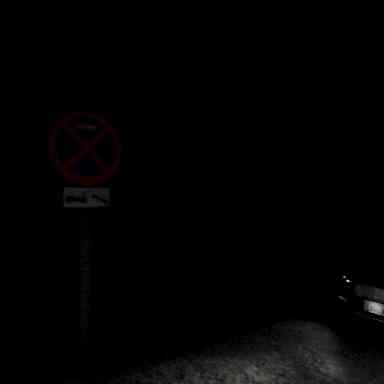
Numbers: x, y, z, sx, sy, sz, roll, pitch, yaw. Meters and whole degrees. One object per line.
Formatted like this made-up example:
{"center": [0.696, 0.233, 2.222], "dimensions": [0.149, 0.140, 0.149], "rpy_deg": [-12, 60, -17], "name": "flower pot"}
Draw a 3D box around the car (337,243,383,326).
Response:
{"center": [4.785, 1.516, 6.493], "dimensions": [4.902, 1.511, 2.128], "rpy_deg": [0, 0, -36], "name": "car"}
